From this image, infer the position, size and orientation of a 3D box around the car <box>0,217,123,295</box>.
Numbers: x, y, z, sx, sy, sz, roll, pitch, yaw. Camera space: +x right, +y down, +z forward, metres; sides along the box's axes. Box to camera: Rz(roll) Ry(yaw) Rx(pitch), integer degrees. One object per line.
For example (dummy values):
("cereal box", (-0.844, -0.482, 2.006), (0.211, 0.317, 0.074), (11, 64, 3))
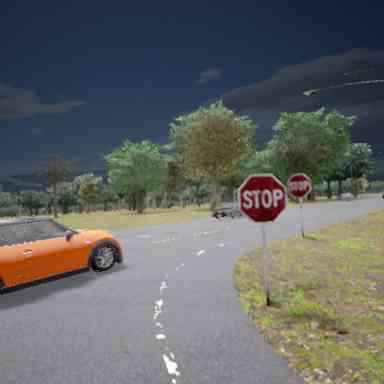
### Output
("car", (-3.987, 1.406, 8.285), (2.097, 1.767, 4.553), (-4, 1, 39))

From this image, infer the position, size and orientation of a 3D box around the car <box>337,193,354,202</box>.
("car", (26.710, 0.924, 57.679), (1.812, 1.442, 4.674), (-5, -2, 39))

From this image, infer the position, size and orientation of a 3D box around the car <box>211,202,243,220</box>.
("car", (3.870, 1.566, 29.233), (2.033, 1.411, 5.357), (-5, -2, 39))

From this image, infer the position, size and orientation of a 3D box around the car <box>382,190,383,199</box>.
("car", (34.464, 0.469, 58.213), (1.895, 1.301, 4.718), (-5, -2, 31))
